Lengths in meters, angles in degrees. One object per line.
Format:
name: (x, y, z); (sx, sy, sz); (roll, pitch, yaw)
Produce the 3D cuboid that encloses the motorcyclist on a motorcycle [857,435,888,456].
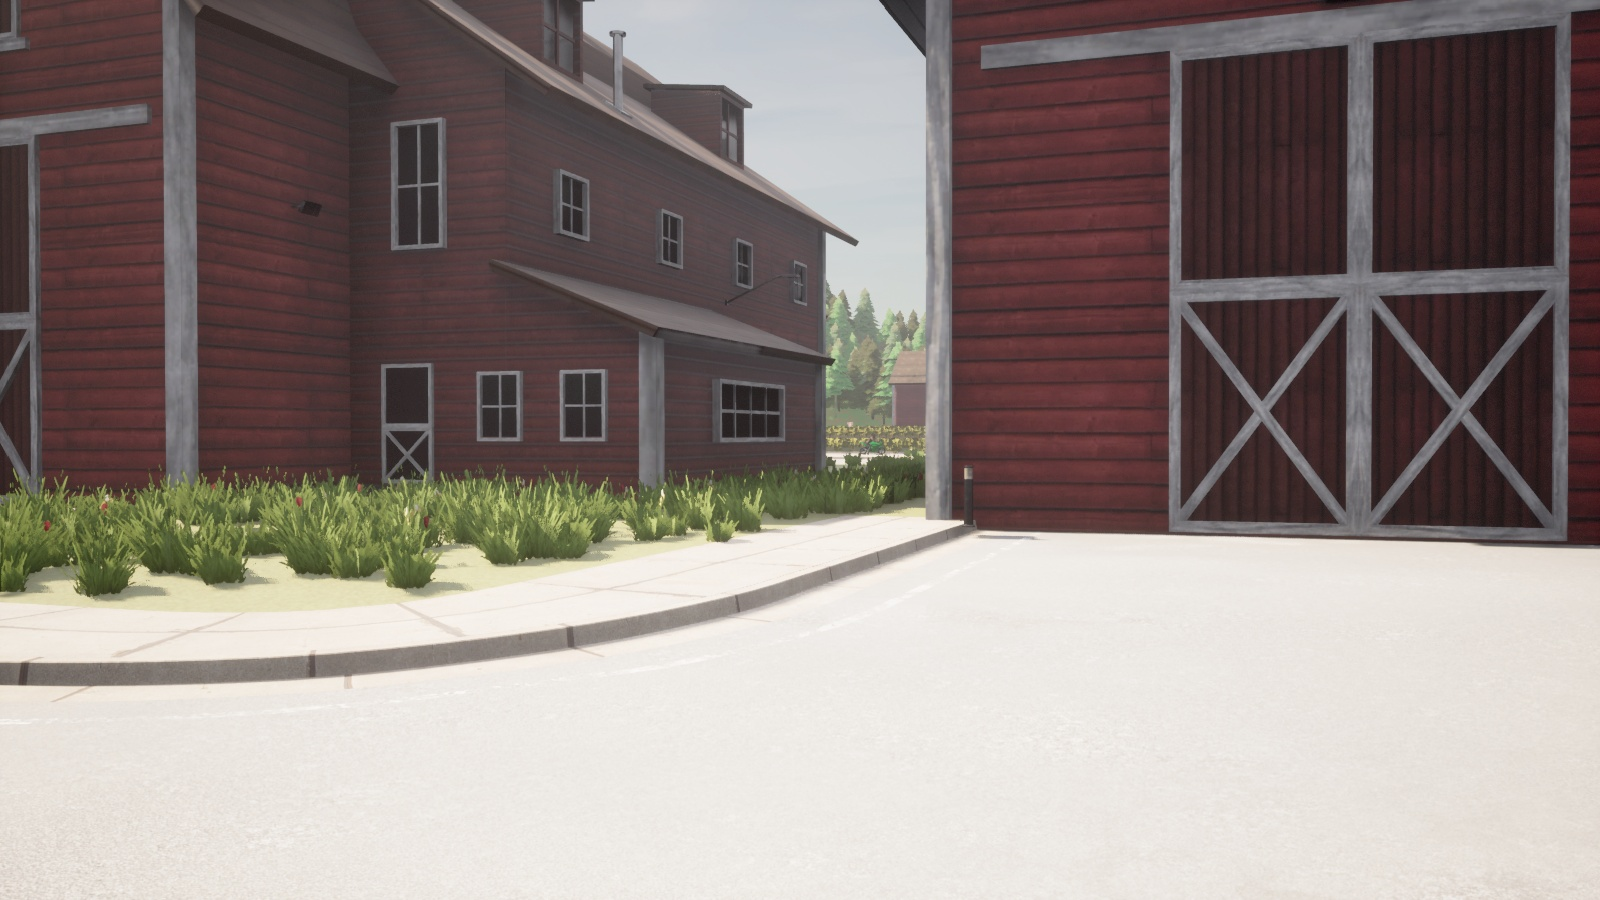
motorcyclist on a motorcycle: (5.279, -0.348, 91.460); (2.044, 1.523, 0.797); (1, 1, 19)
